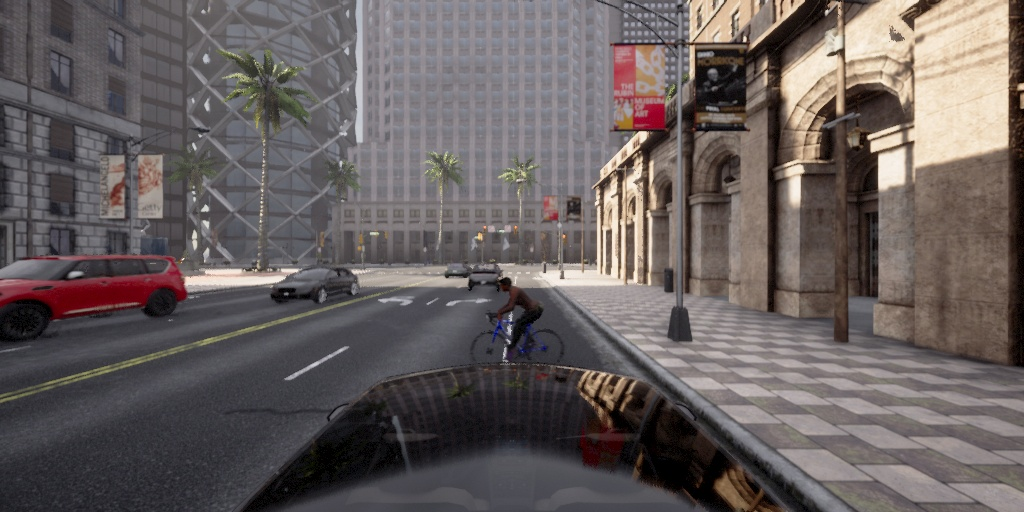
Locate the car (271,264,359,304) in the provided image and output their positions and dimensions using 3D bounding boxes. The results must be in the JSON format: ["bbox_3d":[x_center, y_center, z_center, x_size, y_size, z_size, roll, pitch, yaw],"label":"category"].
[{"bbox_3d":[-8.773,1.248,16.453,1.837,1.490,4.892,0,0,1],"label":"car"}]

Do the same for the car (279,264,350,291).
[{"bbox_3d":[-12.173,1.264,22.549,1.812,1.442,4.674,0,0,1],"label":"car"}]

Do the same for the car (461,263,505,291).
[{"bbox_3d":[-1.503,1.229,21.901,2.128,1.511,4.902,0,0,1],"label":"car"}]

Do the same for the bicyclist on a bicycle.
[{"bbox_3d":[0.074,1.187,6.320,1.656,1.620,0.582,-2,0,1],"label":"bicyclist on a bicycle"}]

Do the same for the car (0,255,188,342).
[{"bbox_3d":[-12.402,0.970,10.131,2.150,2.045,5.566,0,0,1],"label":"car"}]

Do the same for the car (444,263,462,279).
[{"bbox_3d":[-4.845,1.296,32.707,1.994,1.385,4.181,0,0,1],"label":"car"}]
